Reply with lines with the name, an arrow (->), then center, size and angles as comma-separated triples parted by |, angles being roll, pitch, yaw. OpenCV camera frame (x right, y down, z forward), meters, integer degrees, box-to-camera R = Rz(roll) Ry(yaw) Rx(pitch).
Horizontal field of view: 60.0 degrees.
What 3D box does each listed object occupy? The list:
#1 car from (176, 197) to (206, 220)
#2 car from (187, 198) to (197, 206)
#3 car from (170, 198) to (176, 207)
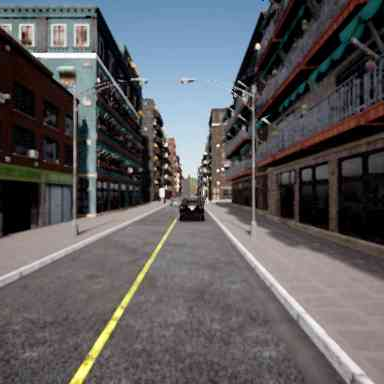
car -> 0.016, 1.432, 29.509 | 2.150, 2.045, 5.566 | 0, 0, 0
car -> 0.017, 1.770, 58.792 | 1.837, 1.490, 4.892 | 0, -2, 0
car -> -2.735, 1.735, 56.950 | 2.128, 1.511, 4.902 | 0, 0, 0
